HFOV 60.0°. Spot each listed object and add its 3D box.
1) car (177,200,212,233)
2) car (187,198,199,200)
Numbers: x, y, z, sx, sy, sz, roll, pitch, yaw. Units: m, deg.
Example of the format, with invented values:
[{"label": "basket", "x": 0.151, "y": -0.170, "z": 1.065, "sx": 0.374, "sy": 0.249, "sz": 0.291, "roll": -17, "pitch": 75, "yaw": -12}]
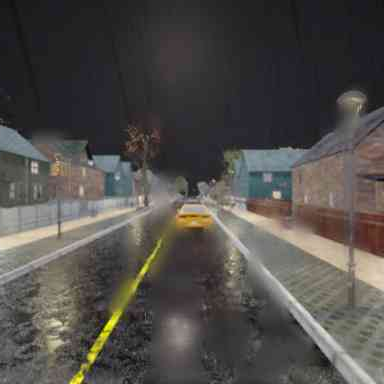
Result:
[{"label": "car", "x": 0.112, "y": 1.463, "z": 19.603, "sx": 1.882, "sy": 1.535, "sz": 5.008, "roll": 0, "pitch": 0, "yaw": 0}, {"label": "car", "x": 0.121, "y": 1.496, "z": 37.289, "sx": 1.837, "sy": 1.490, "sz": 4.892, "roll": 0, "pitch": 0, "yaw": 0}]
